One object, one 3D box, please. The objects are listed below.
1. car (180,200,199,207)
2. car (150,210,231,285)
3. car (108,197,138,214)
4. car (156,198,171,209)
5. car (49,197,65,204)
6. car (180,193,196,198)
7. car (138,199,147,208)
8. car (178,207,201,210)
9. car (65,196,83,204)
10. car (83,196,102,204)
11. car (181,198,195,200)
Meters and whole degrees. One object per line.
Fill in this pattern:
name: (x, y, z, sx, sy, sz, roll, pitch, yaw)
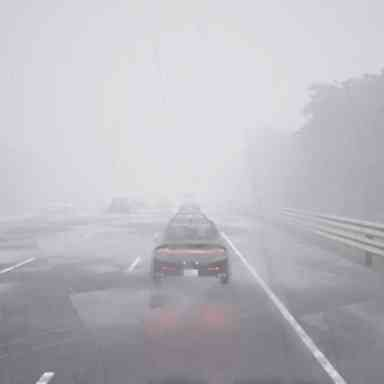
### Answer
car: (-0.176, 1.554, 23.370, 2.033, 1.411, 5.357, 0, 0, -1)
car: (-0.036, 1.483, 9.398, 2.128, 1.511, 4.902, 0, 0, 0)
car: (-7.280, 1.350, 34.809, 2.097, 1.767, 4.553, 0, 0, -1)
car: (-4.066, 1.582, 46.564, 2.033, 1.411, 5.357, 0, 0, -2)
car: (-25.679, 1.533, 63.891, 1.895, 1.301, 4.718, -1, 0, -2)
car: (-0.620, 1.265, 48.796, 2.150, 2.045, 5.566, 0, -1, -2)
car: (-7.604, 1.623, 47.828, 1.895, 1.301, 4.718, 0, 0, -2)
car: (-0.088, 1.599, 15.748, 1.895, 1.301, 4.718, 0, 0, -1)
car: (-22.183, 1.506, 64.187, 2.128, 1.511, 4.902, 0, 0, -2)
car: (-18.678, 1.512, 63.719, 2.128, 1.511, 4.902, 0, 0, -1)
car: (-0.263, 1.590, 34.124, 1.994, 1.385, 4.181, 0, 0, -1)
